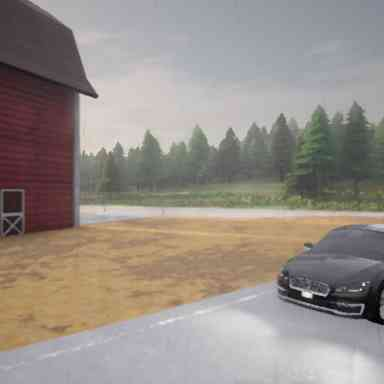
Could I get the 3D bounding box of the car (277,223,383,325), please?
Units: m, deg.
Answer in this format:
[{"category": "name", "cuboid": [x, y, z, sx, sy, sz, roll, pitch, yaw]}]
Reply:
[{"category": "car", "cuboid": [3.823, 1.504, 7.266, 4.892, 1.490, 1.837, 0, 0, -40]}]
